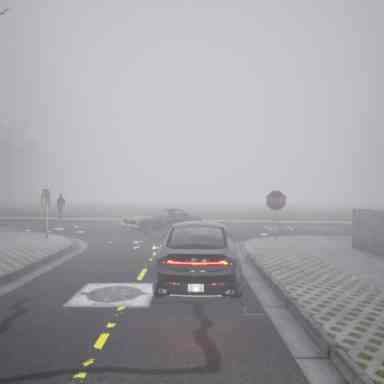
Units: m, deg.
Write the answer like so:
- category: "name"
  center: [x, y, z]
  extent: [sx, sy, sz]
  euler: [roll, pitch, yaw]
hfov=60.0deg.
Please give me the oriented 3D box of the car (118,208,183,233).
- category: "car"
  center: [-1.704, 1.598, 18.568]
  extent: [4.718, 1.301, 1.895]
  euler: [1, 0, -45]

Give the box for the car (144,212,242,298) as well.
- category: "car"
  center: [0.176, 1.503, 8.500]
  extent: [1.837, 1.490, 4.892]
  euler: [0, 0, 3]

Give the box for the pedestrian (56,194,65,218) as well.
- category: "pedestrian"
  center: [-9.685, 0.997, 24.504]
  extent: [0.375, 1.860, 0.375]
  euler: [0, -1, 0]
